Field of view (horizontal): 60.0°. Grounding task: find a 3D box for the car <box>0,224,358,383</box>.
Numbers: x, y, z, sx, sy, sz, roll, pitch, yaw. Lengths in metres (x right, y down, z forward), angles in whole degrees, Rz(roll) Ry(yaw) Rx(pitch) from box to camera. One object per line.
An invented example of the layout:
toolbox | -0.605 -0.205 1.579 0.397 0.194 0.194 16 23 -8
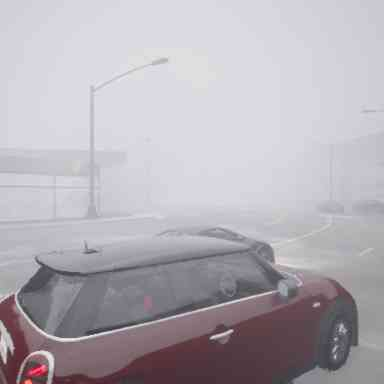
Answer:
car | 0.096 1.352 4.114 4.553 1.767 2.097 0 0 -37

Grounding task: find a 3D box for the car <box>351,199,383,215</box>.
car | 18.016 1.477 34.185 1.882 1.535 5.008 0 0 9

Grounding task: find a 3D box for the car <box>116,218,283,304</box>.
car | 0.356 1.564 8.856 4.181 1.385 1.994 0 0 -41

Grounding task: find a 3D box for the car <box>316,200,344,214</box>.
car | 14.694 1.564 35.509 1.994 1.385 4.181 0 0 8
